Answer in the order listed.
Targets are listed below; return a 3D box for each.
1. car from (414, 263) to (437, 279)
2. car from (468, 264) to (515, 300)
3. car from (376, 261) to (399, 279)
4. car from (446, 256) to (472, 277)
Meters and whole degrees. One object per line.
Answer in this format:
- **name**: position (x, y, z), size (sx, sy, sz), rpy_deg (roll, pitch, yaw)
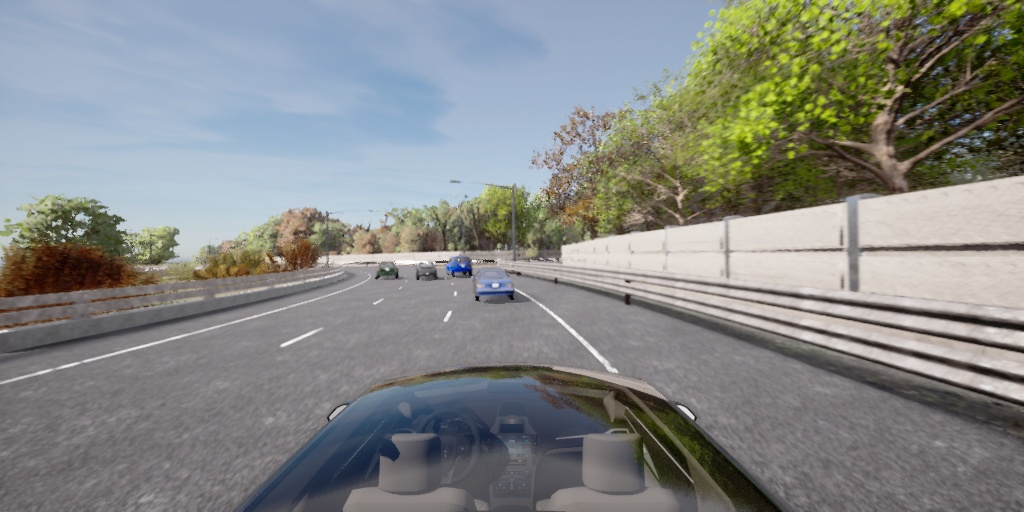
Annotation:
- **car**: position (-8.209, 1.376, 34.128), size (2.128, 1.511, 4.902), rpy_deg (-1, 0, -17)
- **car**: position (-1.010, 1.299, 17.744), size (2.033, 1.411, 5.357), rpy_deg (-1, 0, -7)
- **car**: position (-12.595, 1.329, 36.277), size (2.097, 1.767, 4.553), rpy_deg (-1, 0, -18)
- **car**: position (-5.473, 1.045, 36.935), size (2.150, 2.045, 5.566), rpy_deg (-1, 0, -17)
